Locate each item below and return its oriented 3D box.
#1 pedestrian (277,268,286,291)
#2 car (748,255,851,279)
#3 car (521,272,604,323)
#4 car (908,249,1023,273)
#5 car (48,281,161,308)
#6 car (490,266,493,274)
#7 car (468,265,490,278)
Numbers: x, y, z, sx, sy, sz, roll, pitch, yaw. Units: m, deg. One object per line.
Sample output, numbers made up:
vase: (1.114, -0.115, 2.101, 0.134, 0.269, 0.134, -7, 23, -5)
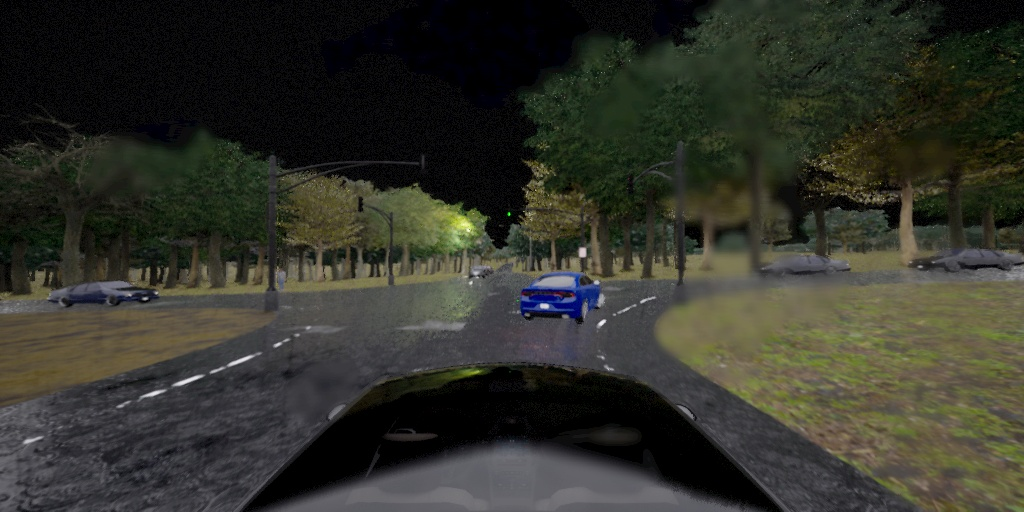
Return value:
pedestrian: (-18.074, 1.828, 28.161, 0.375, 1.860, 0.375, 0, 1, 2)
car: (18.272, 0.655, 22.884, 5.357, 1.411, 2.033, -2, -1, 2)
car: (1.923, 1.294, 12.607, 1.882, 1.535, 5.008, -1, 0, 23)
car: (28.435, 0.252, 22.502, 5.357, 1.411, 2.033, -2, -1, 3)
car: (-23.596, 2.153, 20.800, 5.357, 1.411, 2.033, -2, -1, 6)
car: (-4.351, 2.137, 52.784, 2.128, 1.511, 4.902, 0, -1, -1)
car: (-4.170, 1.915, 43.399, 2.128, 1.511, 4.902, 0, -1, -1)
